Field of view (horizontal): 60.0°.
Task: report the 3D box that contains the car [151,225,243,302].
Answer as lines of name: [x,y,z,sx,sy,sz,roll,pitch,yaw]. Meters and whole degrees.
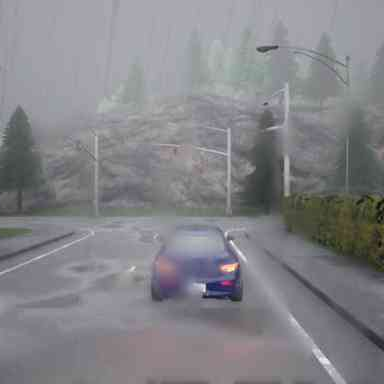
car: [0.106,1.525,8.157,1.812,1.442,4.674,0,0,0]
